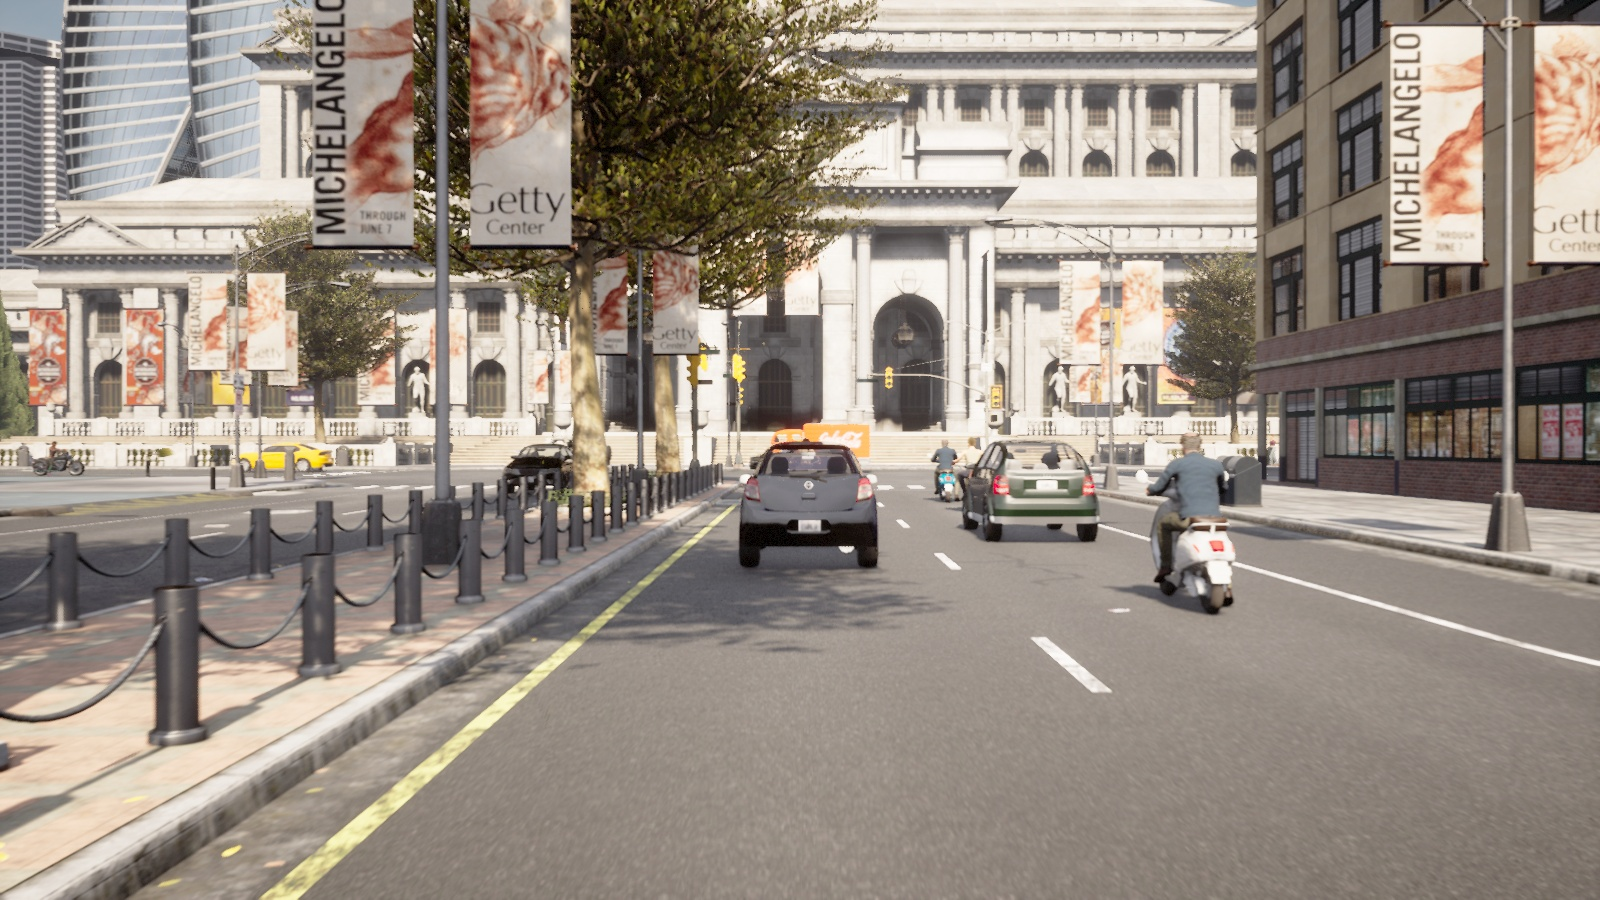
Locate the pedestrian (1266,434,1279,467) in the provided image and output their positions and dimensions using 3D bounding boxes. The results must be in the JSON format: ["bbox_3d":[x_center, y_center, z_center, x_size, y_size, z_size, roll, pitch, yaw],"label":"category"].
[{"bbox_3d":[26.880,0.022,71.431,0.594,1.836,0.345,0,0,-7],"label":"pedestrian"}]

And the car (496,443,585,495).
[{"bbox_3d":[-7.774,0.540,37.982,1.816,1.474,4.193,0,0,1],"label":"car"}]

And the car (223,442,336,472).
[{"bbox_3d":[-26.796,0.338,64.733,5.008,1.535,1.882,0,0,1],"label":"car"}]

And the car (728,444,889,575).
[{"bbox_3d":[0.107,0.669,16.182,1.845,1.501,3.633,0,0,0],"label":"car"}]

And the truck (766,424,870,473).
[{"bbox_3d":[0.909,-0.103,64.462,5.204,2.467,2.627,0,0,1],"label":"truck"}]

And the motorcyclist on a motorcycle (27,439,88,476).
[{"bbox_3d":[-34.163,0.344,57.801,2.350,1.649,0.766,0,0,0],"label":"motorcyclist on a motorcycle"}]

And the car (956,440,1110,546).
[{"bbox_3d":[3.628,0.614,20.155,1.789,1.549,3.705,0,0,0],"label":"car"}]

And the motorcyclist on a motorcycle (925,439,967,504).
[{"bbox_3d":[3.673,0.524,31.681,0.866,1.590,1.817,0,0,1],"label":"motorcyclist on a motorcycle"}]

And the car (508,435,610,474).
[{"bbox_3d":[-11.681,0.210,61.085,4.605,1.855,1.932,0,0,1],"label":"car"}]

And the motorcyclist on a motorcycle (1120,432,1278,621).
[{"bbox_3d":[3.580,0.638,11.453,0.866,1.590,1.817,0,0,0],"label":"motorcyclist on a motorcycle"}]
